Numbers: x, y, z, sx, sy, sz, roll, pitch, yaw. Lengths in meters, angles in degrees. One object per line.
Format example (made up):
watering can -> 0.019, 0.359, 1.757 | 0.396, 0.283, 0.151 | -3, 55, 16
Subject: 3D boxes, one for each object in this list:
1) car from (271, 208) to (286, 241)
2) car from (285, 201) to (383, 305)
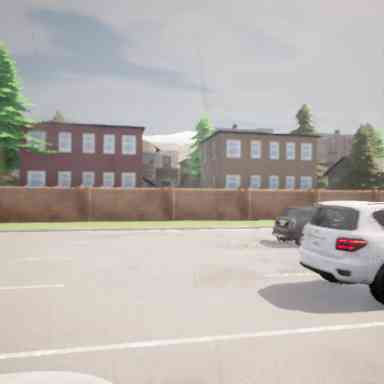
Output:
car -> 6.075, 1.455, 15.231 | 4.553, 1.767, 2.097 | 1, 0, -12
car -> 5.365, 1.285, 7.921 | 5.566, 2.045, 2.150 | 2, 0, -12
